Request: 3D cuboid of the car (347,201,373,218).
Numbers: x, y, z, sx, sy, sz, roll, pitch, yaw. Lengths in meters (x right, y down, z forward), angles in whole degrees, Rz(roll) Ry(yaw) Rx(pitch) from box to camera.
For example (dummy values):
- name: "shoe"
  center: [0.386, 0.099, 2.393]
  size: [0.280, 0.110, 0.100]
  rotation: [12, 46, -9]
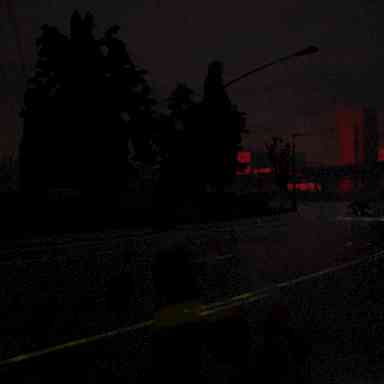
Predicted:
- name: "car"
  center: [15.915, 1.593, 31.535]
  size: [1.837, 1.490, 4.892]
  rotation: [0, 0, 28]
